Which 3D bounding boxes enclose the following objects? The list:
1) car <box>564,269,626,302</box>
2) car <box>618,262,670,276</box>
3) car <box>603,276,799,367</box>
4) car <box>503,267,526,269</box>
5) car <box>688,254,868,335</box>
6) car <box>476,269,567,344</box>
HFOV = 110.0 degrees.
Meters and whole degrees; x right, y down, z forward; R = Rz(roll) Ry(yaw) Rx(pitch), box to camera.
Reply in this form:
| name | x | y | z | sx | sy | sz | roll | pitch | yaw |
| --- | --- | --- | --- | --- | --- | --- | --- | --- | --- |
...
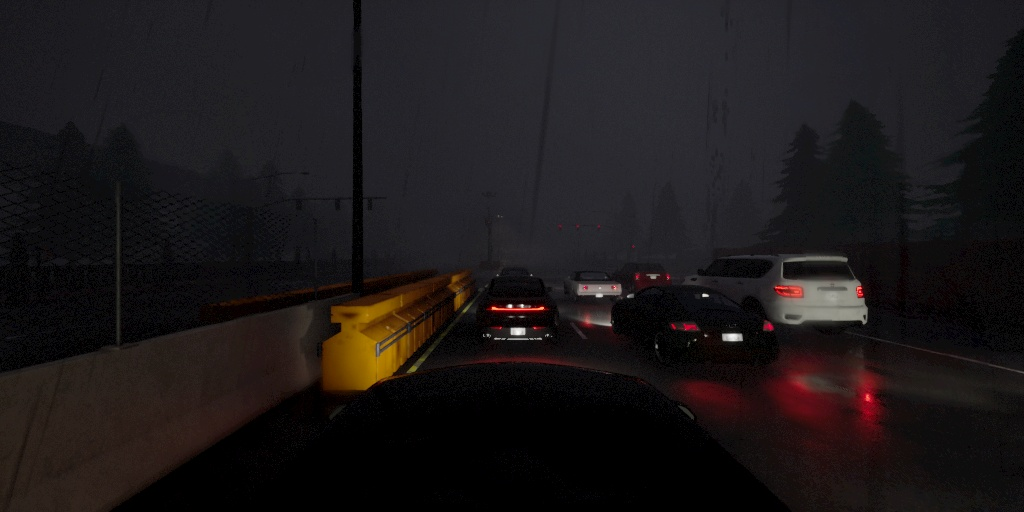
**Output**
| name | x | y | z | sx | sy | sz | roll | pitch | yaw |
| --- | --- | --- | --- | --- | --- | --- | --- | --- | --- |
| car | 3.635 | 1.351 | 17.116 | 1.895 | 1.301 | 4.718 | 0 | 0 | 0 |
| car | 7.142 | 1.102 | 20.221 | 2.097 | 1.767 | 4.553 | 0 | 0 | 0 |
| car | 3.622 | 1.314 | 7.934 | 1.994 | 1.385 | 4.181 | 0 | 0 | -1 |
| car | 0.137 | 1.297 | 19.080 | 2.033 | 1.411 | 5.357 | 0 | 0 | 0 |
| car | 7.121 | 0.971 | 10.635 | 2.150 | 2.045 | 5.566 | 0 | 0 | 0 |
| car | 0.118 | 1.255 | 9.563 | 1.837 | 1.490 | 4.892 | 0 | 0 | 0 |
